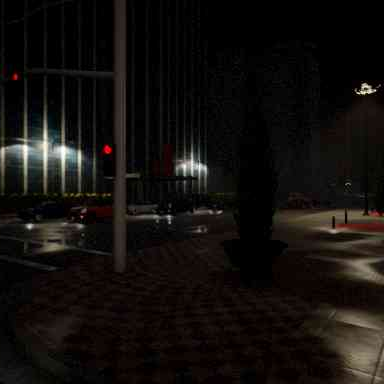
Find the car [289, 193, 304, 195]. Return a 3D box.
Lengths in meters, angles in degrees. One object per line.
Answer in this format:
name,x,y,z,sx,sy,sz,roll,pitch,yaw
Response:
car,17.618,1.221,55.281,2.150,2.045,5.566,0,0,35

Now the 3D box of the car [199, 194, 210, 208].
car,0.610,1.221,43.445,2.150,2.045,5.566,0,0,35

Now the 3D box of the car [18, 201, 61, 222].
car,-11.190,1.478,26.550,1.882,1.535,5.008,0,0,35

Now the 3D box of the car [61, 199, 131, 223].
car,-7.355,1.352,25.927,2.097,1.767,4.553,0,0,35

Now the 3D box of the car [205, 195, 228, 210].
car,4.179,1.492,42.442,2.128,1.511,4.902,0,0,35

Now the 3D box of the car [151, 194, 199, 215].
car,-1.663,1.352,34.086,2.097,1.767,4.553,0,0,35

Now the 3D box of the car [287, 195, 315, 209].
car,14.458,1.477,44.626,1.882,1.535,5.008,0,0,35

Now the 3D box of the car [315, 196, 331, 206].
car,21.294,1.352,54.431,2.097,1.767,4.553,0,0,35

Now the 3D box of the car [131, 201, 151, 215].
car,-5.525,1.601,34.674,1.895,1.301,4.718,0,0,35
